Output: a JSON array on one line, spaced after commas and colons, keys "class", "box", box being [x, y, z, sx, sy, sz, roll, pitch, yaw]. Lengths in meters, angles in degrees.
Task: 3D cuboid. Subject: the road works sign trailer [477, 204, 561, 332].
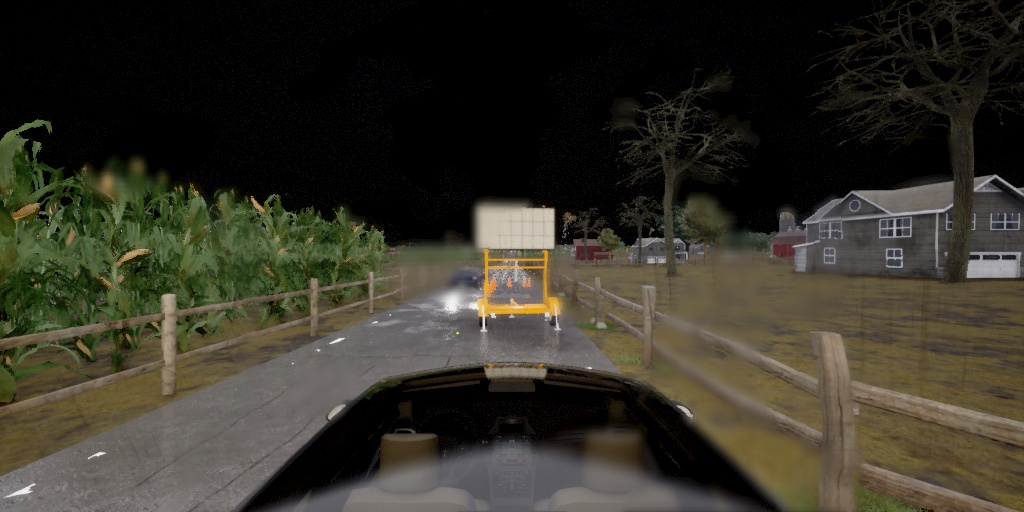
[{"class": "road works sign trailer", "box": [0.121, 0.227, 11.037, 2.380, 3.560, 2.880, 0, 0, -5]}]

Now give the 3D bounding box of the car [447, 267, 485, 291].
[{"class": "car", "box": [-2.747, 1.392, 22.283, 1.895, 1.301, 4.718, 0, 0, 0]}]
